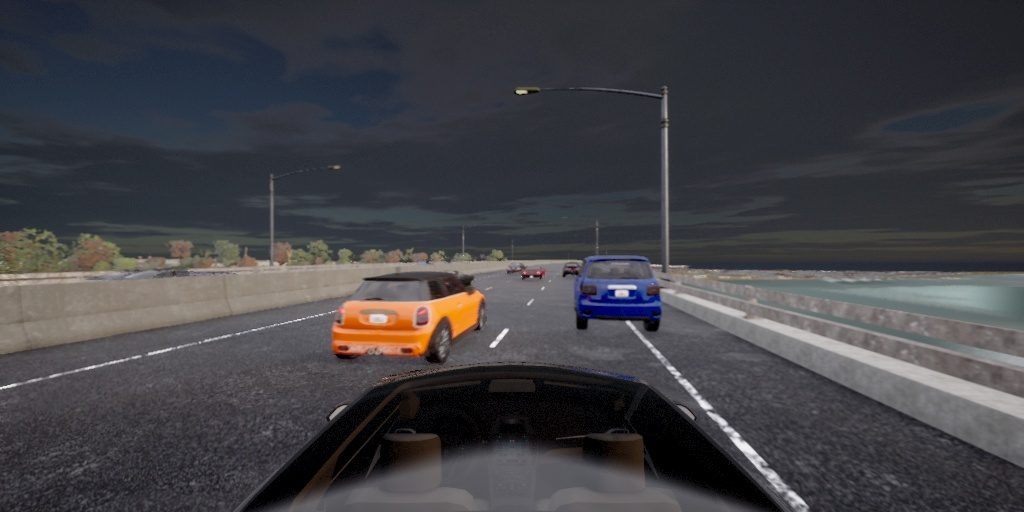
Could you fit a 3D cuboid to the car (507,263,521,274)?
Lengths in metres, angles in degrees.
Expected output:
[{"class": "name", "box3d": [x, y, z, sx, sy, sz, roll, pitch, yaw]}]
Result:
[{"class": "car", "box3d": [0.635, 1.571, 45.765, 2.033, 1.411, 5.357, 0, 0, 10]}]

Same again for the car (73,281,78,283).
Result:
[{"class": "car", "box3d": [-21.665, 1.511, 20.057, 1.994, 1.385, 4.181, 0, 0, 9]}]

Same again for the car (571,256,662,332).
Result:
[{"class": "car", "box3d": [3.079, 1.016, 11.330, 2.150, 2.045, 5.566, 0, 0, 9]}]

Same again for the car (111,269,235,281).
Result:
[{"class": "car", "box3d": [-15.030, 1.450, 17.275, 2.033, 1.411, 5.357, 0, 0, 9]}]

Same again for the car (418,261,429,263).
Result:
[{"class": "car", "box3d": [-14.841, 1.666, 59.386, 1.882, 1.535, 5.008, 0, 0, 11]}]

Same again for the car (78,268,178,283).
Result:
[{"class": "car", "box3d": [-18.355, 1.428, 18.609, 1.837, 1.490, 4.892, 0, 0, 9]}]

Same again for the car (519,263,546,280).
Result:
[{"class": "car", "box3d": [2.142, 1.539, 34.041, 1.895, 1.301, 4.718, 0, 0, 10]}]

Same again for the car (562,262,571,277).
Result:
[{"class": "car", "box3d": [6.354, 1.453, 37.957, 1.837, 1.490, 4.892, 0, 0, 10]}]

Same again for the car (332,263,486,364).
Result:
[{"class": "car", "box3d": [-2.045, 1.149, 8.475, 2.097, 1.767, 4.553, 0, 0, 9]}]

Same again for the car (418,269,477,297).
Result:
[{"class": "car", "box3d": [-3.600, 1.480, 20.952, 1.895, 1.301, 4.718, 0, 0, 9]}]
